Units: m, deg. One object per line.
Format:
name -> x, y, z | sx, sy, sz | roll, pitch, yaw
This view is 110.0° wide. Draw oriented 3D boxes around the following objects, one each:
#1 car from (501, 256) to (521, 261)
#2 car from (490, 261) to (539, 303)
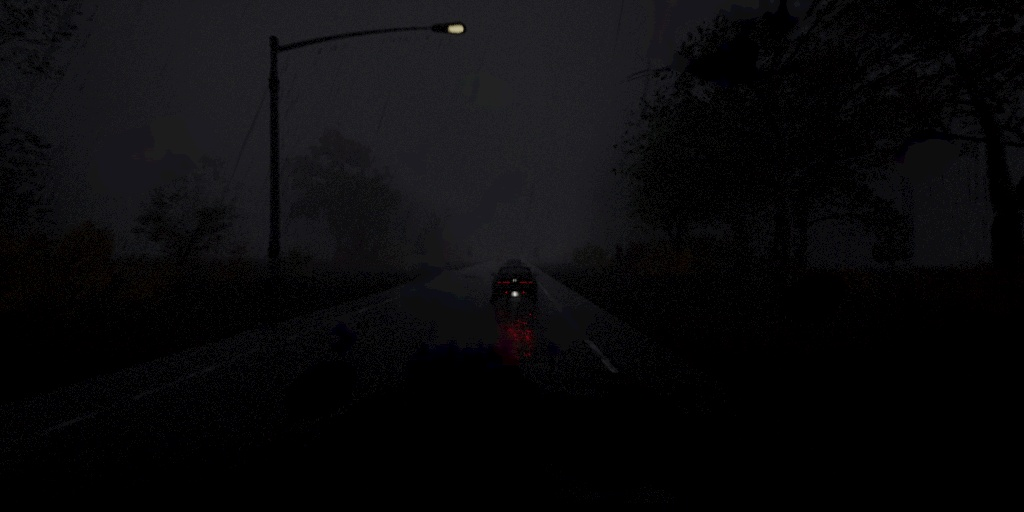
car -> 0.190, 1.016, 33.963 | 1.837, 1.490, 4.892 | 0, 0, 0
car -> 0.115, 1.150, 15.830 | 1.837, 1.490, 4.892 | 0, 0, 0
